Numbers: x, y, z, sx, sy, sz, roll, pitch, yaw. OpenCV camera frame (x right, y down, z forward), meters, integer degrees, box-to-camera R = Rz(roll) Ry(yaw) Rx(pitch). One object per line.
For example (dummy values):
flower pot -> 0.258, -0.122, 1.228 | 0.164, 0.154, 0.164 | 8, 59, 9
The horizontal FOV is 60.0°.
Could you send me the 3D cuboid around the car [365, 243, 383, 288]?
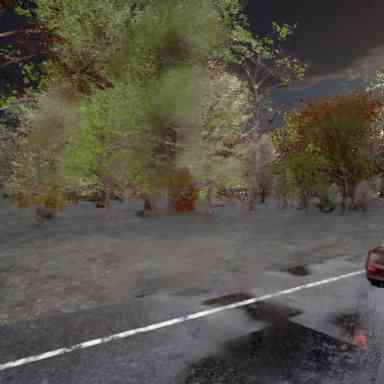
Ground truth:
car -> 5.970, 1.544, 7.999 | 4.674, 1.442, 1.812 | 0, 0, -35
